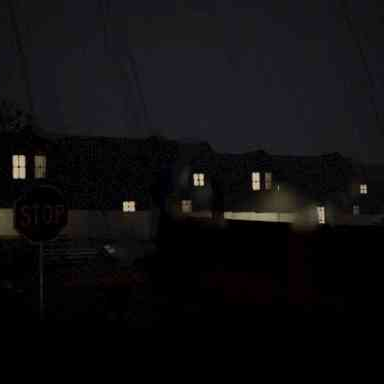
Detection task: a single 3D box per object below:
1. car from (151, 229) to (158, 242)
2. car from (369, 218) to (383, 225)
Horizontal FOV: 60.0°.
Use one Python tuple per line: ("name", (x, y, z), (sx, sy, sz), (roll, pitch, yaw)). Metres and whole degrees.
("car", (0.219, 2.302, 17.998), (4.718, 1.301, 1.895), (2, -2, -22))
("car", (15.407, 2.530, 24.243), (5.566, 2.045, 2.150), (2, -2, -22))
